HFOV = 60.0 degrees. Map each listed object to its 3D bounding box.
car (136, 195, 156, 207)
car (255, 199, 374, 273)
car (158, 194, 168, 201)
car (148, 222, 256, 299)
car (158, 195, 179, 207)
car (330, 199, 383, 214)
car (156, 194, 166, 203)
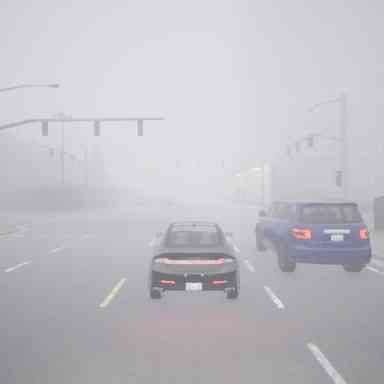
[{"bbox_3d":[-7.109,1.348,50.103,2.097,1.767,4.553,0,0,0],"label":"car"},{"bbox_3d":[3.567,1.221,10.862,2.150,2.045,5.566,0,0,0],"label":"car"},{"bbox_3d":[-7.033,1.339,81.164,2.097,1.767,4.553,0,0,0],"label":"car"},{"bbox_3d":[0.053,1.491,8.417,2.128,1.511,4.902,0,0,0],"label":"car"},{"bbox_3d":[-3.608,1.543,51.909,2.033,1.411,5.357,0,0,0],"label":"car"},{"bbox_3d":[17.650,1.544,35.667,4.902,1.511,2.128,0,0,0],"label":"car"},{"bbox_3d":[-7.052,1.347,66.472,2.097,1.767,4.553,0,0,0],"label":"car"}]
